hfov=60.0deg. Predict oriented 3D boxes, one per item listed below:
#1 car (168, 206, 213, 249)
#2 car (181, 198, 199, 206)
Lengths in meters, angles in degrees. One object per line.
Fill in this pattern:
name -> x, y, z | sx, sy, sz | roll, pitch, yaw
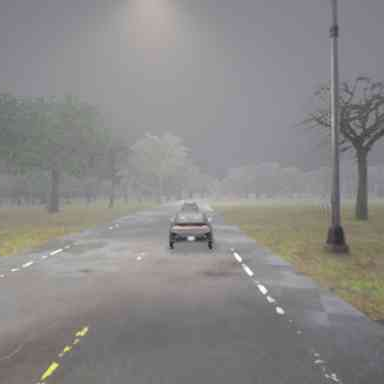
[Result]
car -> -0.062, 1.605, 15.271 | 2.128, 1.511, 4.902 | 0, 0, 0
car -> -0.208, 1.785, 39.418 | 2.128, 1.511, 4.902 | 0, 0, 0
